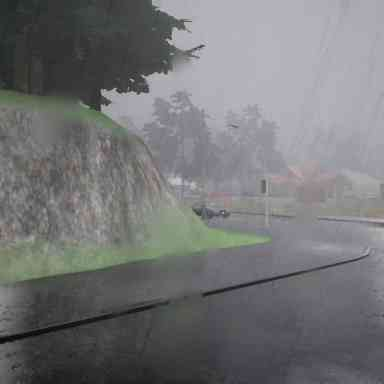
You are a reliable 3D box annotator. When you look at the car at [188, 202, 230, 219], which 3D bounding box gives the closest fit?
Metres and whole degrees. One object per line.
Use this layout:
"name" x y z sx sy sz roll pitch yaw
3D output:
"car" 1.422 1.564 29.400 1.994 1.385 4.181 0 0 -35
